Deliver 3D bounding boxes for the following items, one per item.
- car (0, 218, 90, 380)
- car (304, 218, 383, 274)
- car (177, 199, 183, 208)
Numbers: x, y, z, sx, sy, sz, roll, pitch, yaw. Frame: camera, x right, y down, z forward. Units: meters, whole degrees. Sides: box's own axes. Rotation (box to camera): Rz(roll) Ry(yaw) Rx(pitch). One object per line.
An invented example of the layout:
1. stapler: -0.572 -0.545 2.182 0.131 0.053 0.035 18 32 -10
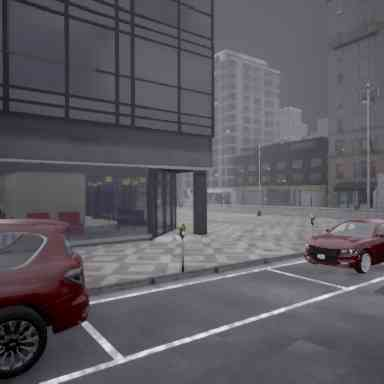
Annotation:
1. car: -3.788 1.313 3.953 5.009 1.841 2.192 0 0 -35
2. car: 5.403 1.539 10.507 4.507 1.381 1.887 0 0 -35
3. car: -3.801 1.956 60.907 2.150 2.045 5.566 0 0 -35
